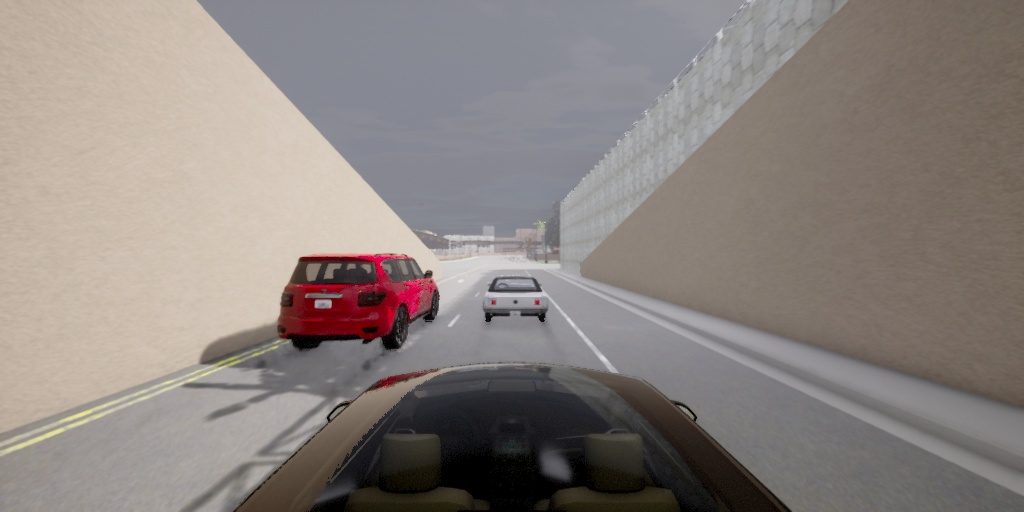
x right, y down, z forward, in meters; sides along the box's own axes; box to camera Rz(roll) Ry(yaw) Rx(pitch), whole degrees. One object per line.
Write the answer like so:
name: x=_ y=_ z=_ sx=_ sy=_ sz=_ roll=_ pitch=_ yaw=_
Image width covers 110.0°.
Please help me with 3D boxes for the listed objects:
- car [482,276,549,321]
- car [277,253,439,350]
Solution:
car: x=0.098 y=1.326 z=12.267 sx=1.895 sy=1.301 sz=4.718 roll=0 pitch=0 yaw=0
car: x=-3.401 y=0.954 z=9.148 sx=2.150 sy=2.045 sz=5.566 roll=0 pitch=0 yaw=0
